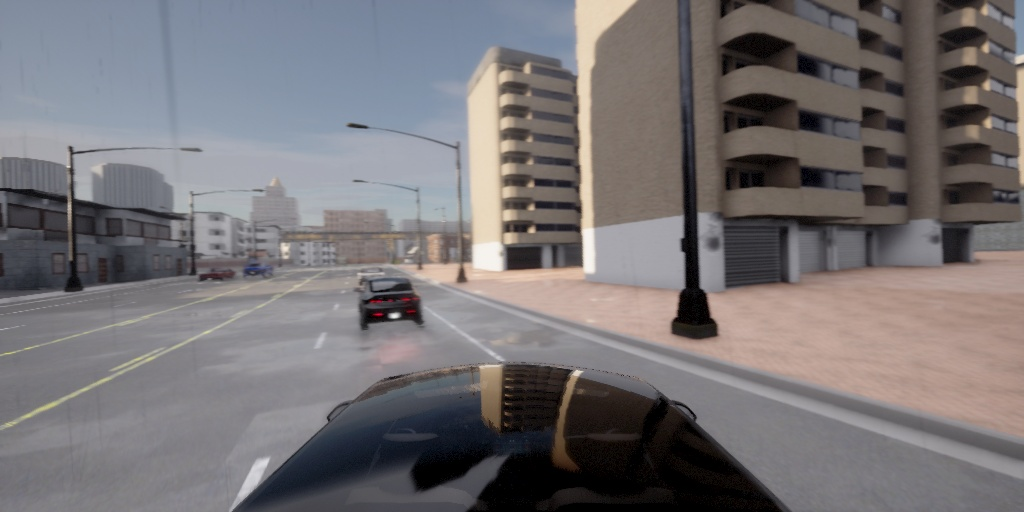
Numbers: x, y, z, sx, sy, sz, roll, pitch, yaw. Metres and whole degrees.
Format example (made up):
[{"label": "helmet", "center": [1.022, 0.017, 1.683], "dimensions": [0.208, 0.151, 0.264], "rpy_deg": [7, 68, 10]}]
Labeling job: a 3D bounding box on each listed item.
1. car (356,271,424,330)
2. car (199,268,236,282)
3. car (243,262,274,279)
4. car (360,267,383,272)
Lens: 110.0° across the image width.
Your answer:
[{"label": "car", "center": [-4.274, 1.464, 12.381], "dimensions": [1.837, 1.490, 4.892], "rpy_deg": [-2, 0, -23]}, {"label": "car", "center": [-29.879, 1.880, 36.446], "dimensions": [1.895, 1.301, 4.718], "rpy_deg": [-2, 1, -23]}, {"label": "car", "center": [-26.683, 1.402, 37.844], "dimensions": [1.882, 1.535, 5.008], "rpy_deg": [-2, 1, -23]}, {"label": "car", "center": [-11.530, 1.563, 29.376], "dimensions": [1.895, 1.301, 4.718], "rpy_deg": [-2, 1, -23]}]
